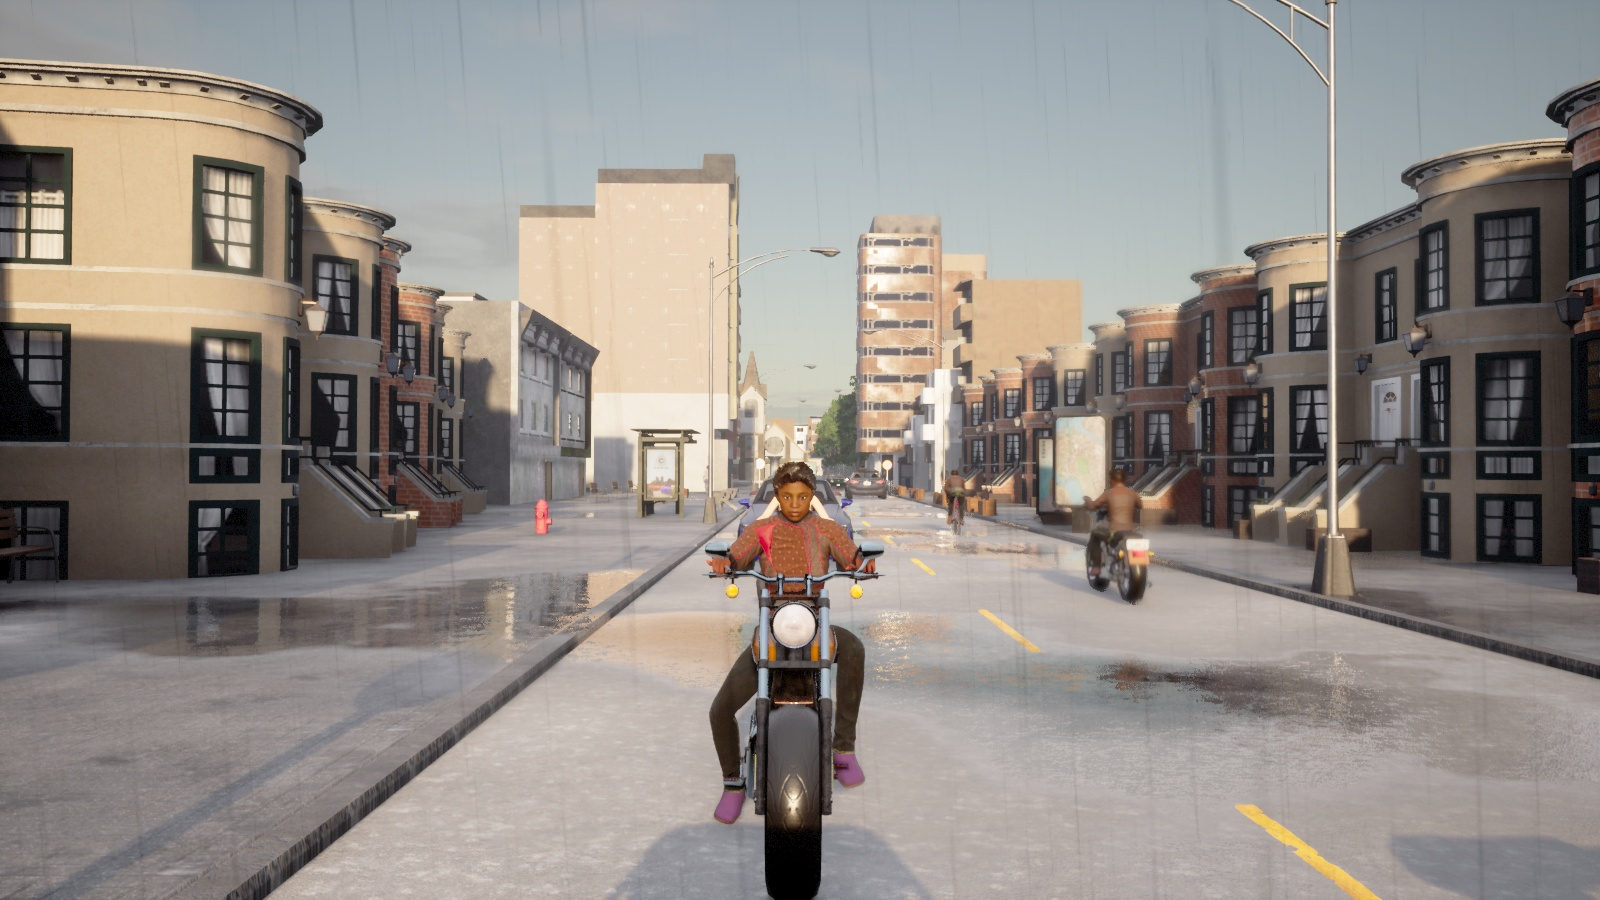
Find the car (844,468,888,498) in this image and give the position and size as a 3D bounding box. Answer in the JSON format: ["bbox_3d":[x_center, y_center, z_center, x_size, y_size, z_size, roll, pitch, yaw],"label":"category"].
[{"bbox_3d":[3.754,1.852,72.106,2.242,1.667,4.611,0,-1,0],"label":"car"}]

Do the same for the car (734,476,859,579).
[{"bbox_3d":[-0.067,1.170,20.390,1.816,1.474,4.193,0,-1,0],"label":"car"}]

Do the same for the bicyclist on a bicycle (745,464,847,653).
[{"bbox_3d":[-0.038,0.944,11.512,0.866,1.612,1.509,0,-1,0],"label":"bicyclist on a bicycle"}]

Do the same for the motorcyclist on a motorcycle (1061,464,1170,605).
[{"bbox_3d":[3.947,1.015,15.899,0.766,1.649,2.350,0,-1,0],"label":"motorcyclist on a motorcycle"}]

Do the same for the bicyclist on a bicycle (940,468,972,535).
[{"bbox_3d":[3.897,1.280,31.555,0.582,1.620,1.656,0,-1,0],"label":"bicyclist on a bicycle"}]

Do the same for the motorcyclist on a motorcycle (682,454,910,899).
[{"bbox_3d":[-0.019,0.856,5.428,0.766,1.649,2.350,0,-1,0],"label":"motorcyclist on a motorcycle"}]
